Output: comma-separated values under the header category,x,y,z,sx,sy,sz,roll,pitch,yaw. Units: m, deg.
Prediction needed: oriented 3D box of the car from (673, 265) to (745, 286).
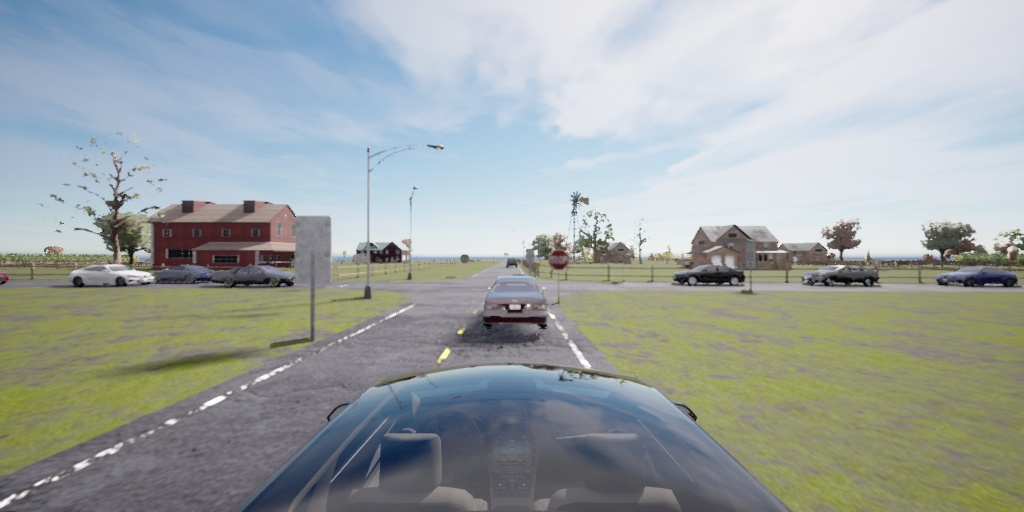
category,x,y,z,sx,sy,sz,roll,pitch,yaw
car,14.820,1.411,27.119,5.008,1.535,1.882,0,0,0

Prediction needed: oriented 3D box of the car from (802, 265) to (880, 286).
category,x,y,z,sx,sy,sz,roll,pitch,yaw
car,24.670,1.462,27.038,4.902,1.511,2.128,0,0,1

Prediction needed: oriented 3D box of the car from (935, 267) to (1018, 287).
category,x,y,z,sx,sy,sz,roll,pitch,yaw
car,34.906,1.540,26.948,4.674,1.442,1.812,0,0,1

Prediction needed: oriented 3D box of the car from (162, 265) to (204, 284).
category,x,y,z,sx,sy,sz,roll,pitch,yaw
car,-25.202,1.374,27.432,4.181,1.385,1.994,0,0,0

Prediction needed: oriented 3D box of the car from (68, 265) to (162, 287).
category,x,y,z,sx,sy,sz,roll,pitch,yaw
car,-27.341,1.322,24.504,4.674,1.442,1.812,0,0,1

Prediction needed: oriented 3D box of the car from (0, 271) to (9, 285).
category,x,y,z,sx,sy,sz,roll,pitch,yaw
car,-37.780,1.248,24.591,5.008,1.535,1.882,0,0,1

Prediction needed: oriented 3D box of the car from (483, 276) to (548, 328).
category,x,y,z,sx,sy,sz,roll,pitch,yaw
car,0.154,1.350,11.615,2.033,1.411,5.357,0,0,2

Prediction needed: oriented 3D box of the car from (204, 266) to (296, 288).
category,x,y,z,sx,sy,sz,roll,pitch,yaw
car,-17.246,1.370,24.419,5.357,1.411,2.033,0,0,0
